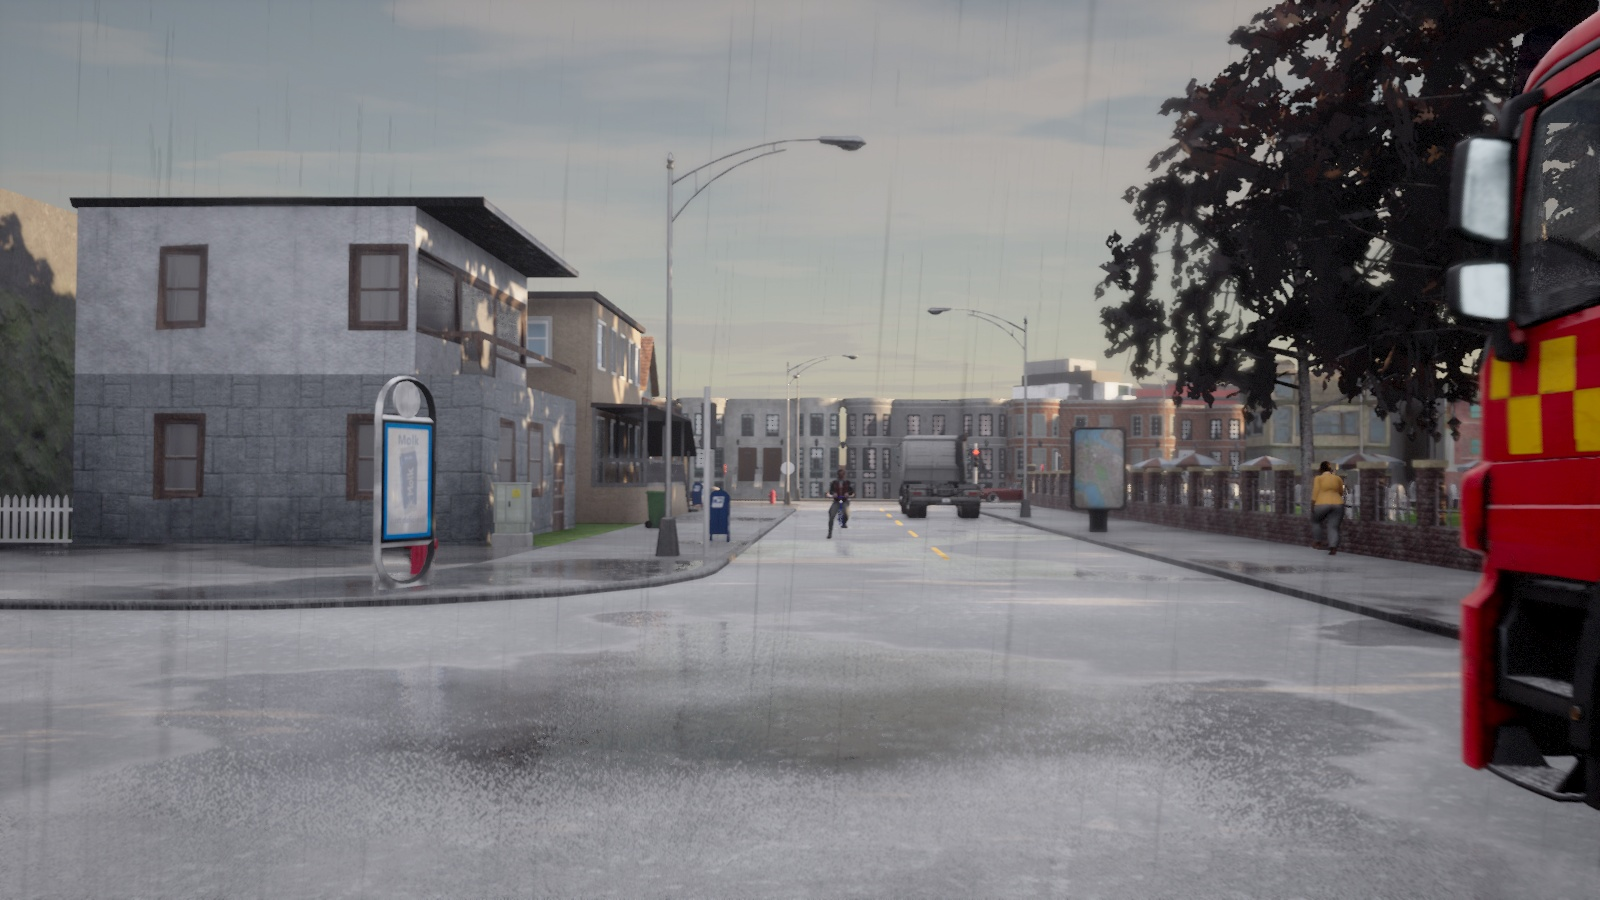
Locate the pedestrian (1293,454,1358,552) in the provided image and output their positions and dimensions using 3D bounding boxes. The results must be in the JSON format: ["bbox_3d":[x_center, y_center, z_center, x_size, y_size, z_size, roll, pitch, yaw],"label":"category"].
[{"bbox_3d":[10.163,1.015,24.332,0.874,1.855,0.900,0,-1,2],"label":"pedestrian"}]

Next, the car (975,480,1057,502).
[{"bbox_3d":[13.280,2.528,77.407,4.718,1.301,1.895,0,-1,2],"label":"car"}]

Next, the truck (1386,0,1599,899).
[{"bbox_3d":[4.048,-0.324,1.531,2.891,3.827,8.468,0,-1,2],"label":"truck"}]

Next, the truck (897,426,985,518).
[{"bbox_3d":[5.622,0.917,51.353,2.891,3.462,7.936,0,-1,2],"label":"truck"}]
